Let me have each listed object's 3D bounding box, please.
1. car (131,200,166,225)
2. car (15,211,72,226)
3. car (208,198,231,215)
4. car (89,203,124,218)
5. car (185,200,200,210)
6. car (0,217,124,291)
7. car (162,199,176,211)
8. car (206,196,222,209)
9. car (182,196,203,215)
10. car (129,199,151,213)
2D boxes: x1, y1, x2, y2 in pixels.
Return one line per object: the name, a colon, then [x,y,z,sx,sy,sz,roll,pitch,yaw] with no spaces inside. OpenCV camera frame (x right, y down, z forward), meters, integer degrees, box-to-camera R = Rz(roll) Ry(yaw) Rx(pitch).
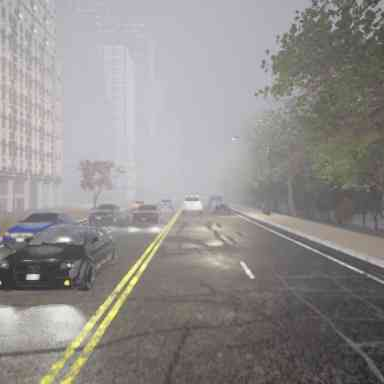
car: [-3.326,1.625,25.421,1.882,1.535,5.008,0,0,0]
car: [-6.591,1.607,15.098,1.812,1.442,4.674,0,0,0]
car: [3.275,1.721,37.561,2.128,1.511,4.902,0,0,0]
car: [-6.563,1.652,25.928,1.837,1.490,4.892,0,0,0]
car: [0.036,1.840,48.219,2.033,1.411,5.357,0,0,0]
car: [-3.343,1.614,8.987,1.994,1.385,4.181,0,0,0]
car: [-3.221,1.580,42.156,1.812,1.442,4.674,0,0,0]
car: [3.285,1.518,48.151,2.150,2.045,5.566,0,0,0]
car: [0.027,1.447,37.595,2.150,2.045,5.566,0,0,0]
car: [-6.472,1.728,41.980,1.882,1.535,5.008,0,-1,0]
